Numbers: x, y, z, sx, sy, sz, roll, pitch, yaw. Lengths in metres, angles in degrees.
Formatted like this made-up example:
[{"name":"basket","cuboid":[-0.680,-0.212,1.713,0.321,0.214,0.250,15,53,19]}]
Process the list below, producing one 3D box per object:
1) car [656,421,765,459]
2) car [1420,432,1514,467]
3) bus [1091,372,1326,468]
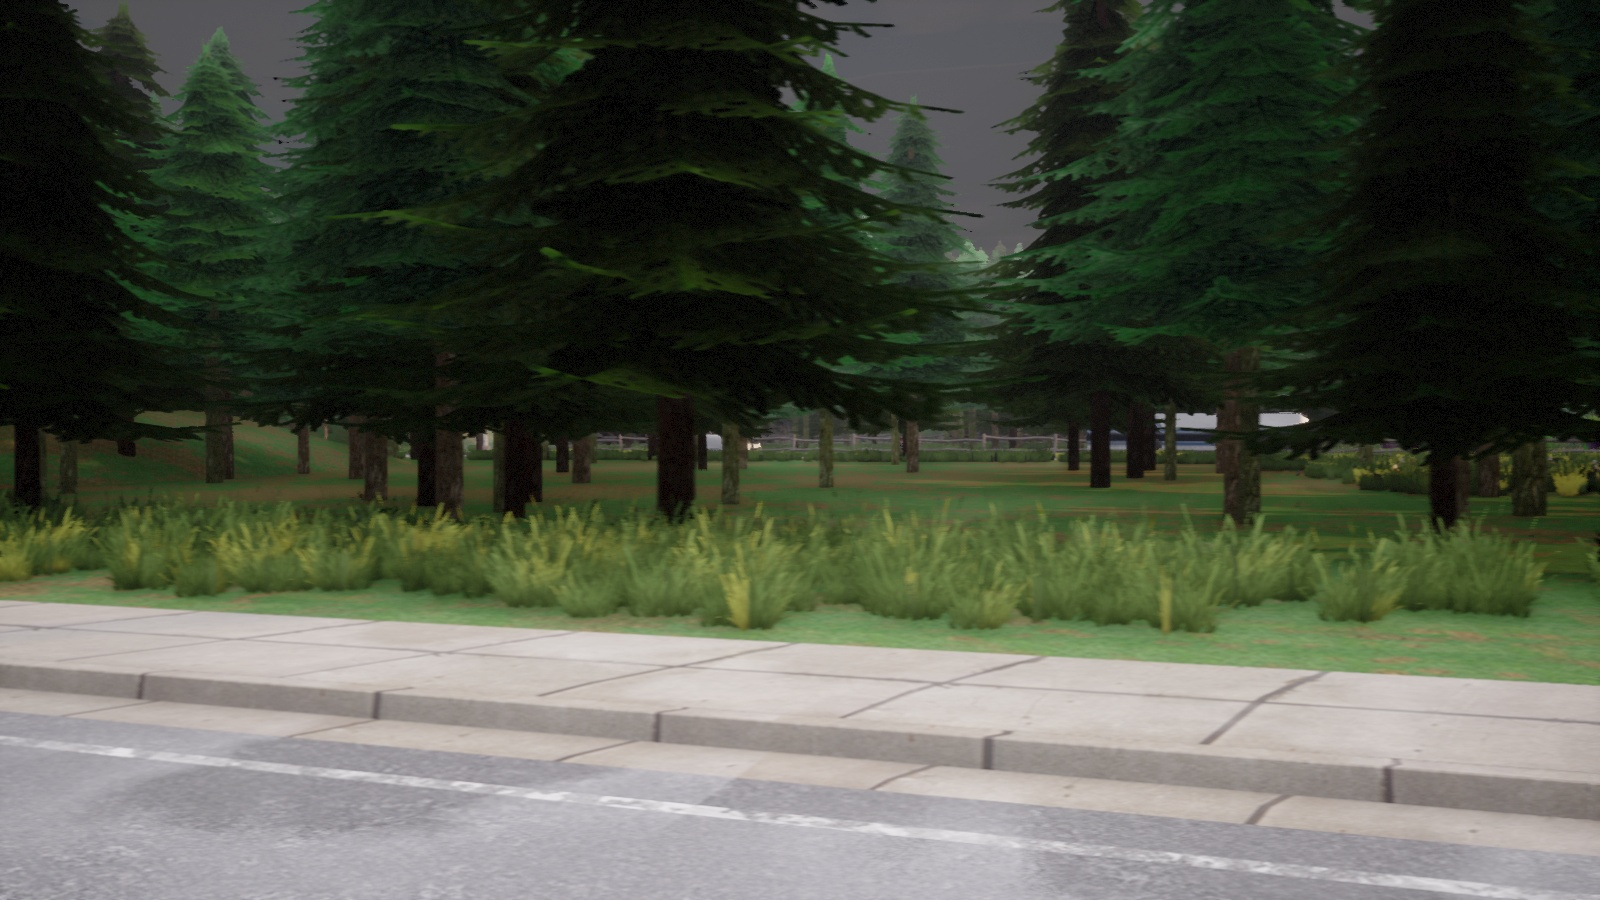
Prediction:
[{"name":"car","cuboid":[-4.934,-0.579,69.044,5.566,2.045,2.150,1,1,21]},{"name":"car","cuboid":[31.207,-0.024,58.836,3.705,1.549,1.789,1,1,22]},{"name":"bus","cuboid":[19.402,-1.441,59.817,10.273,4.253,3.944,1,1,22]}]
